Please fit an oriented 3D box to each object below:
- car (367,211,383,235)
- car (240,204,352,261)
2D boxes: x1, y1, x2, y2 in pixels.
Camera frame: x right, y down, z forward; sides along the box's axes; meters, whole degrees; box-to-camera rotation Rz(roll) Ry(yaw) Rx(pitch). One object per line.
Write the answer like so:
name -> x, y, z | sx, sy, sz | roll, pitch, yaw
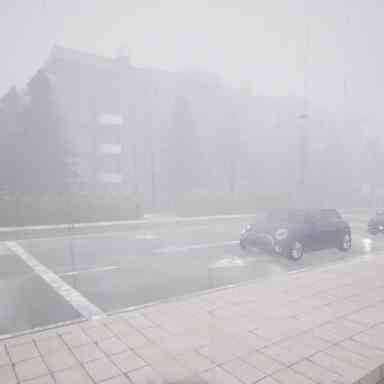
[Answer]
car -> 11.233, 1.505, 17.711 | 4.892, 1.490, 1.837 | 0, 0, -36
car -> 3.920, 1.352, 12.406 | 4.553, 1.767, 2.097 | 0, 0, -36
